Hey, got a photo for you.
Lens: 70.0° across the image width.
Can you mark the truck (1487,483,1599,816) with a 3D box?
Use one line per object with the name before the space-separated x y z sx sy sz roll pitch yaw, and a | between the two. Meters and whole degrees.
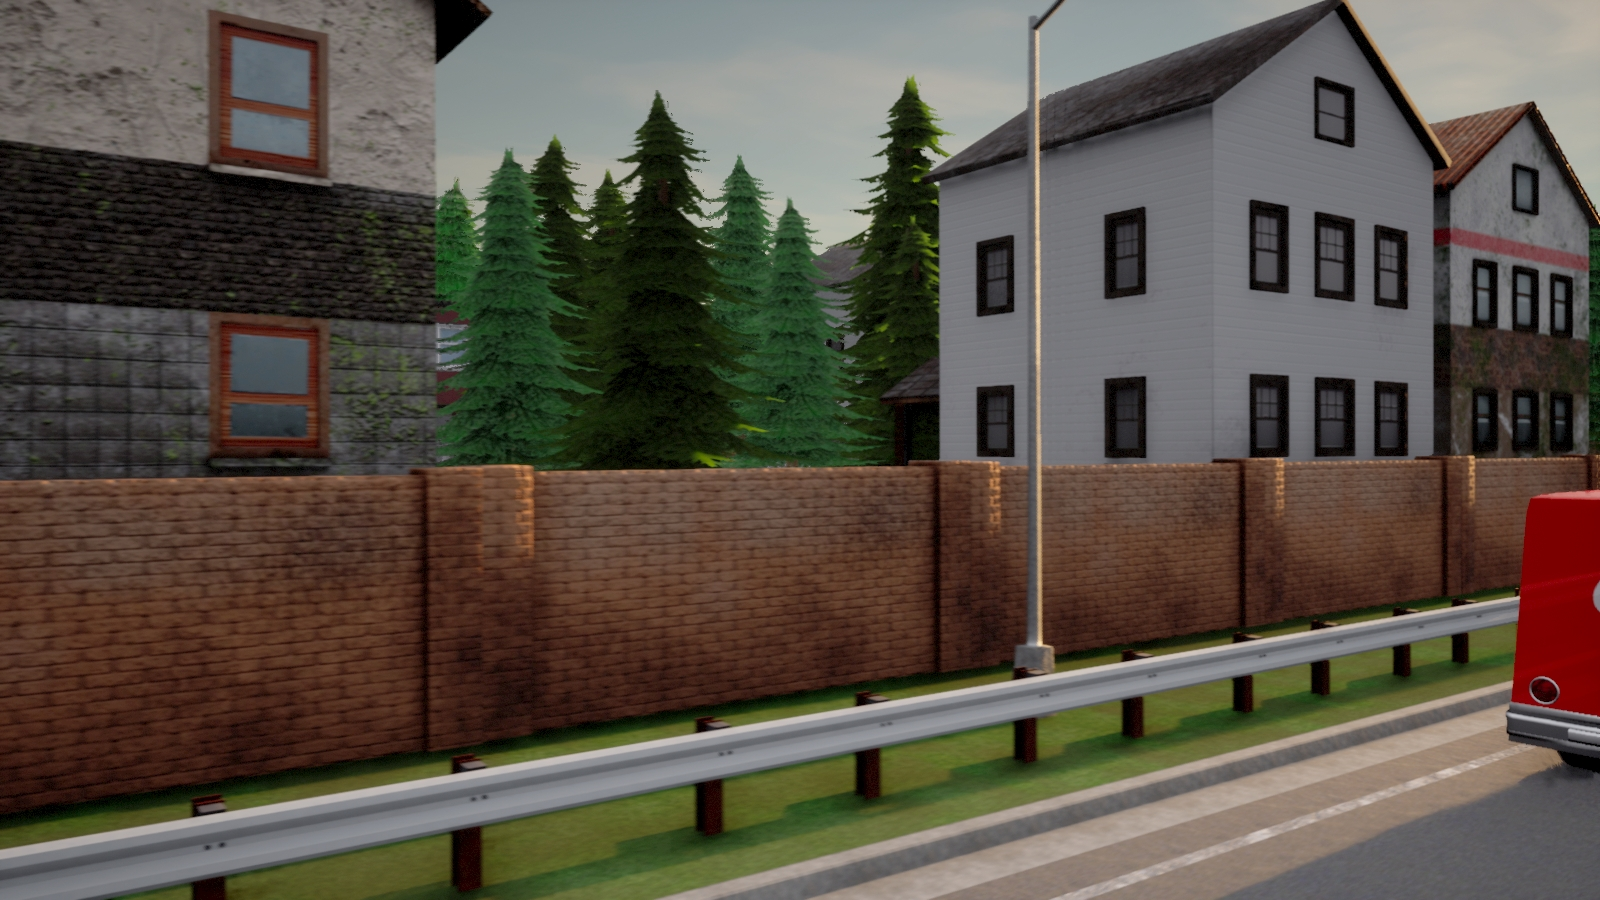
truck | 8.474 1.534 9.716 5.204 2.467 2.627 0 0 -35
